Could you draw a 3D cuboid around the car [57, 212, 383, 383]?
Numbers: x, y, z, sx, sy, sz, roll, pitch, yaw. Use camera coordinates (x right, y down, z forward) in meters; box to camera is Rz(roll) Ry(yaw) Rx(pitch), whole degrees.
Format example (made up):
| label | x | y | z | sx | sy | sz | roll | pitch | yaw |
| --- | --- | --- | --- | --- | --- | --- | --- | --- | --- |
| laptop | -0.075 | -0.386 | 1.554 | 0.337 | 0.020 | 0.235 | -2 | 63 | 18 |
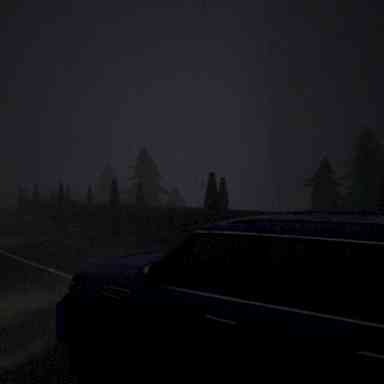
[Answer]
| label | x | y | z | sx | sy | sz | roll | pitch | yaw |
| --- | --- | --- | --- | --- | --- | --- | --- | --- | --- |
| car | 0.929 | 1.232 | 3.437 | 5.566 | 2.045 | 2.150 | 0 | 0 | 36 |
